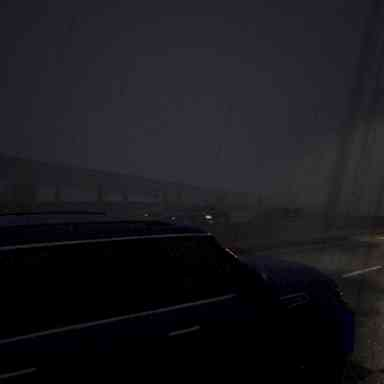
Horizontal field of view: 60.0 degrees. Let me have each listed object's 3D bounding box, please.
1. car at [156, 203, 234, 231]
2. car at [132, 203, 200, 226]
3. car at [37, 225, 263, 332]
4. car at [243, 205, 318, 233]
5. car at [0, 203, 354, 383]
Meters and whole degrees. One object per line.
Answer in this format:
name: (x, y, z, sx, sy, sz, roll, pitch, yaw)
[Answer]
car: (0.258, 1.540, 21.367, 4.892, 1.490, 1.837, 0, 0, -35)
car: (-1.845, 1.563, 24.167, 4.674, 1.442, 1.812, 1, 0, -35)
car: (-0.749, 1.605, 7.510, 4.718, 1.301, 1.895, 0, 0, -35)
car: (5.621, 1.628, 20.892, 4.892, 1.490, 1.837, 2, -1, -35)
car: (-0.742, 1.223, 3.216, 5.566, 2.045, 2.150, 0, 0, -35)
